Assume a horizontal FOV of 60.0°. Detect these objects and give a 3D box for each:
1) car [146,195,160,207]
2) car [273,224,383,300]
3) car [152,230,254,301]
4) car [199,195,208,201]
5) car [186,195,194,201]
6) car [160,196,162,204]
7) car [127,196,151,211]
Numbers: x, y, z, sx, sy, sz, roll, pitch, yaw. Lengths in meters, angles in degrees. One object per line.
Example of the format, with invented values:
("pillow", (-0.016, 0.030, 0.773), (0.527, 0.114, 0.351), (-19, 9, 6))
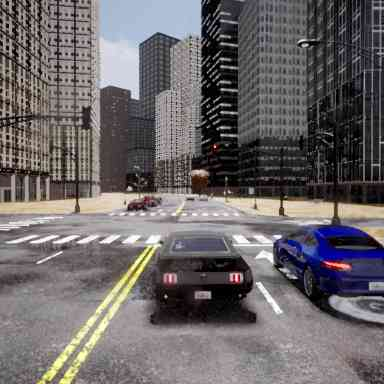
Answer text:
("car", (-6.551, 1.299, 50.611), (2.097, 1.767, 4.553), (0, 0, 0))
("car", (3.349, 1.523, 8.272), (1.812, 1.442, 4.674), (0, 0, 1))
("car", (0.106, 1.598, 8.302), (1.895, 1.301, 4.718), (0, 0, -3))
("car", (2.772, 1.397, 80.574), (1.812, 1.442, 4.674), (0, 0, -4))
("car", (-0.477, 1.469, 80.459), (1.895, 1.301, 4.718), (0, 0, -4))
("car", (-6.540, 1.416, 60.902), (2.128, 1.511, 4.902), (0, 0, 0))
("car", (-6.561, 1.530, 40.362), (1.994, 1.385, 4.181), (0, 0, 0))
